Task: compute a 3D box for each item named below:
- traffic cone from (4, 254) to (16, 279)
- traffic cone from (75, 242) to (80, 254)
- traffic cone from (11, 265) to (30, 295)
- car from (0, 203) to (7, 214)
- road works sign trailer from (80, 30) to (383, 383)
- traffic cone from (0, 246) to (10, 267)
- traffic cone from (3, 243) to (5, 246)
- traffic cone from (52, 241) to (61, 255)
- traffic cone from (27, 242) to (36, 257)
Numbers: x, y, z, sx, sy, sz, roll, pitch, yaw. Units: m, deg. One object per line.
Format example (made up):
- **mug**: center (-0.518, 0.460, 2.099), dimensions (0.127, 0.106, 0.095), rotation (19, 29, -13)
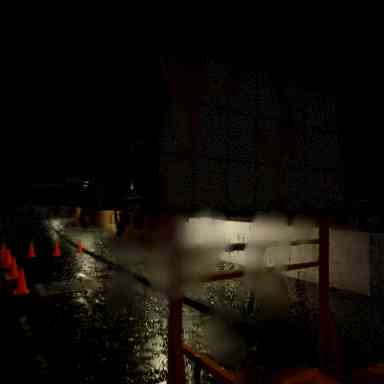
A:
- **traffic cone**: center (-5.366, 2.265, 10.012), dimensions (0.340, 0.580, 0.340), rotation (2, -3, -33)
- **traffic cone**: center (-5.041, 2.458, 14.998), dimensions (0.340, 0.580, 0.340), rotation (2, -3, -33)
- **traffic cone**: center (-4.273, 2.218, 8.338), dimensions (0.340, 0.580, 0.340), rotation (2, -3, -33)
- **car**: center (-39.003, 3.285, 67.140), dimensions (2.150, 2.045, 5.566), rotation (3, -3, -37)
- **road works sign trailer**: center (0.554, 0.605, 3.172), dimensions (2.380, 3.560, 2.880), rotation (2, -3, -33)
- **traffic cone**: center (-6.460, 2.313, 11.687), dimensions (0.340, 0.580, 0.340), rotation (2, -3, -33)
- **traffic cone**: center (-7.552, 2.361, 13.361), dimensions (0.340, 0.580, 0.340), rotation (2, -3, -33)
- **traffic cone**: center (-5.878, 2.426, 14.452), dimensions (0.340, 0.580, 0.340), rotation (2, -3, -33)
- **traffic cone**: center (-6.716, 2.393, 13.906), dimensions (0.340, 0.580, 0.340), rotation (2, -3, -33)
